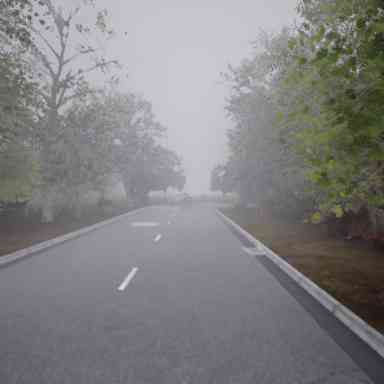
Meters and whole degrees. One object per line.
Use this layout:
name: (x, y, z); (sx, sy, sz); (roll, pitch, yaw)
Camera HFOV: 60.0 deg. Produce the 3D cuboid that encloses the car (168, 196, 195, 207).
car: (-1.416, 1.278, 45.749); (1.837, 1.490, 4.892); (0, 0, 31)
